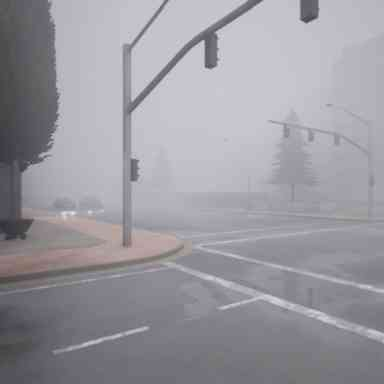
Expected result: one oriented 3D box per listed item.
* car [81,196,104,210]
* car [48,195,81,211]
[{"bbox_3d":[-13.203,1.335,43.562,2.097,1.767,4.553,0,0,-35],"label":"car"},{"bbox_3d":[-15.904,1.478,41.321,2.128,1.511,4.902,0,0,-35],"label":"car"}]
